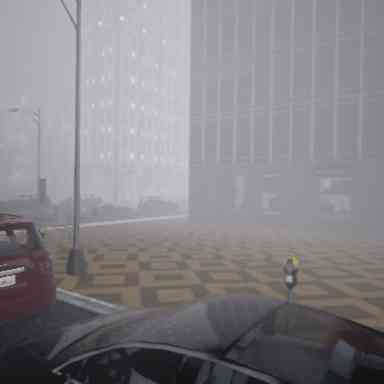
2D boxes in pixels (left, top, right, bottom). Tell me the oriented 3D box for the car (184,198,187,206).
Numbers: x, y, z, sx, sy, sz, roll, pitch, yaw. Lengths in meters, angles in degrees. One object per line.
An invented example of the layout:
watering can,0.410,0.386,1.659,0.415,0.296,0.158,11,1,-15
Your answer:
car,-2.501,1.321,49.589,1.967,1.590,4.097,1,1,35

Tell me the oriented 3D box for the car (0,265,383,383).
car,0.127,1.561,2.618,4.313,1.339,1.947,0,1,36

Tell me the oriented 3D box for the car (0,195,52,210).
car,-15.696,1.165,31.118,2.192,1.841,5.009,1,1,35

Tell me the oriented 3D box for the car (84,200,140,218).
car,-6.979,1.587,29.344,1.802,1.307,4.206,1,1,35

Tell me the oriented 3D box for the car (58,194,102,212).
car,-12.030,1.174,36.280,2.192,1.841,5.009,1,1,35

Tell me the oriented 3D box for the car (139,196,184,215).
car,-3.479,1.328,34.265,2.192,1.841,5.009,1,1,35

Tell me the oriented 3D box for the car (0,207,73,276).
car,-4.472,1.289,5.895,5.009,1.841,2.192,0,1,36
